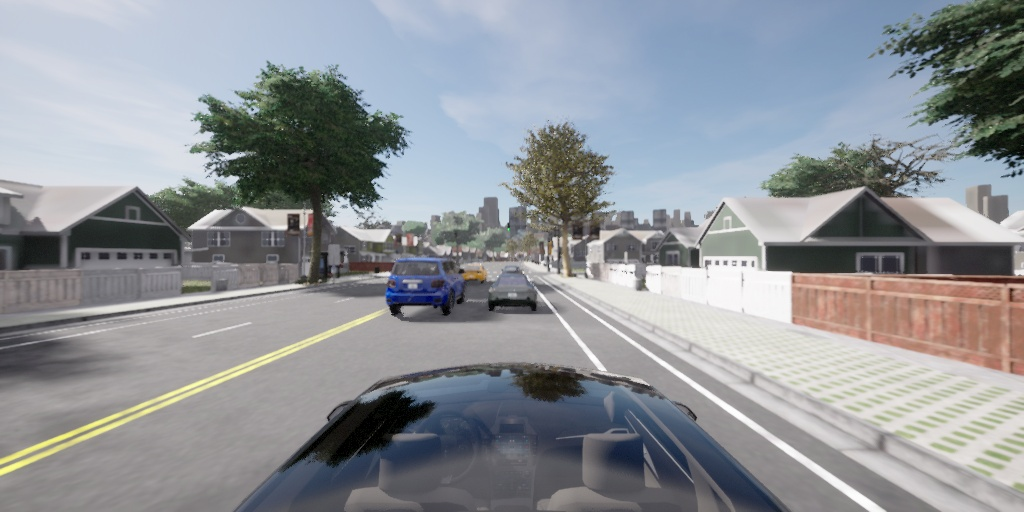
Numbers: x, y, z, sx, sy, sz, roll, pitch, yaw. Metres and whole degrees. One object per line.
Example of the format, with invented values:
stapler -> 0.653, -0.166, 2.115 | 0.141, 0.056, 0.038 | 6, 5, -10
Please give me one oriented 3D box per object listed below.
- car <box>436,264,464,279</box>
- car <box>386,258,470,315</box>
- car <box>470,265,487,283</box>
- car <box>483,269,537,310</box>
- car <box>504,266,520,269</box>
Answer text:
car -> -6.505, 1.629, 38.394 | 2.033, 1.411, 5.357 | 0, -1, 0
car -> -3.237, 1.091, 14.440 | 2.150, 2.045, 5.566 | 0, 0, 0
car -> -3.221, 1.494, 31.105 | 1.882, 1.535, 5.008 | 0, 0, 0
car -> 0.027, 1.439, 15.407 | 1.994, 1.385, 4.181 | 0, 0, 0
car -> 0.026, 1.539, 30.769 | 1.812, 1.442, 4.674 | 0, 0, 0
